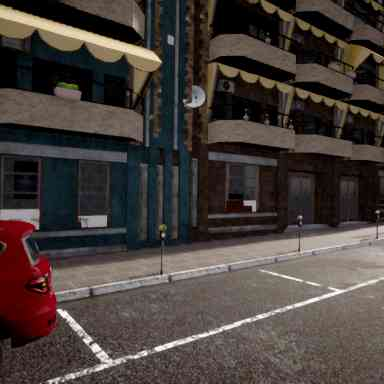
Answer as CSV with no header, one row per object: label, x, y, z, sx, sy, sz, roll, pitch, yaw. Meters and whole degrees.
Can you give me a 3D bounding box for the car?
car,-4.126,1.315,3.592,5.009,1.841,2.192,0,1,-36
